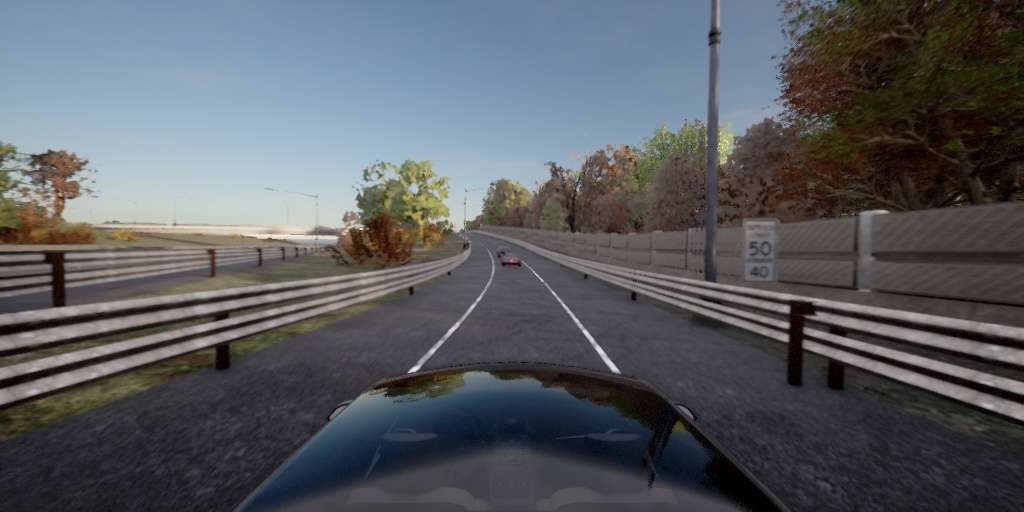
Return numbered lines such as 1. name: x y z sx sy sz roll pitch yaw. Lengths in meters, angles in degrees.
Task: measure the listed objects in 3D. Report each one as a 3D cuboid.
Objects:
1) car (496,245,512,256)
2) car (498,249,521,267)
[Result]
1. car: -1.014 -0.752 49.228 2.097 1.767 4.553 1 5 -5
2. car: -0.161 0.310 37.621 1.994 1.385 4.181 1 4 -4
